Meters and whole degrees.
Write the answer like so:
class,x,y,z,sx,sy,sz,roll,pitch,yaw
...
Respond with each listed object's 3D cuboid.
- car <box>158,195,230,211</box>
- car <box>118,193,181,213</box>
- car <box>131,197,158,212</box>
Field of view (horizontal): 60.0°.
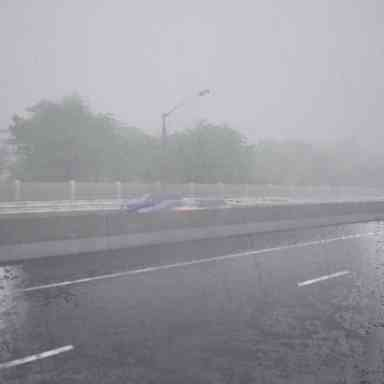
class,x,y,z,sx,sy,sz,roll,pitch,yaw
car,0.467,1.230,21.518,4.553,1.767,2.097,-1,0,-35
car,-3.229,1.095,27.481,5.566,2.045,2.150,-1,0,-35
car,-1.581,1.356,24.356,5.008,1.535,1.882,-1,0,-35
